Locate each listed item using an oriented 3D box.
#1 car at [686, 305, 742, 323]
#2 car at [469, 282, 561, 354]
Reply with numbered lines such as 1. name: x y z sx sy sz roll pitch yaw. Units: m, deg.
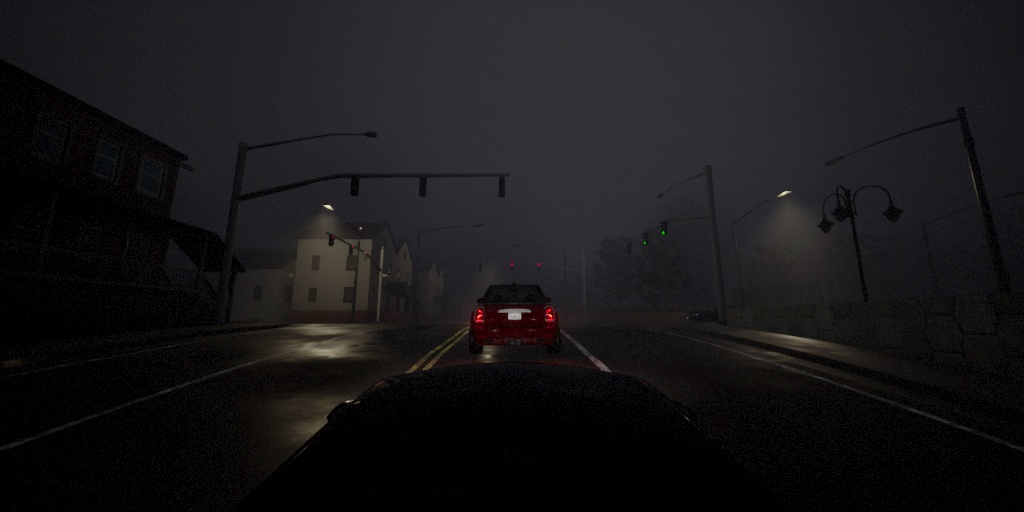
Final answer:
1. car: 16.305 4.622 28.300 4.902 1.511 2.128 -1 -10 1
2. car: 0.061 1.565 10.069 2.097 1.767 4.553 -1 -6 0
